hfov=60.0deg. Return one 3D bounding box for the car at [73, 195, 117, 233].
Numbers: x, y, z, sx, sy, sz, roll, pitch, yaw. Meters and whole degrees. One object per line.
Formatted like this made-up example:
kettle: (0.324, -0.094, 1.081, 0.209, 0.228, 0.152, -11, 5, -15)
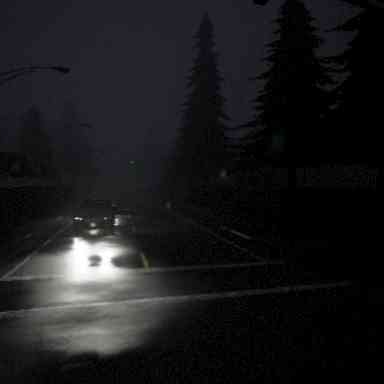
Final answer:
car: (-4.944, 1.137, 17.189, 2.128, 1.511, 4.902, 0, 1, -13)
